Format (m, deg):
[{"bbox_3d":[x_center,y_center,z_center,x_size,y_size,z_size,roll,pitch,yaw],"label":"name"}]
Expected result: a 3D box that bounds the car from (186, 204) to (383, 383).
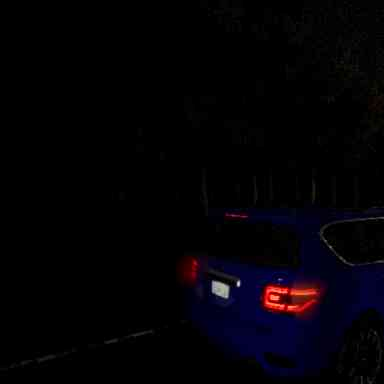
[{"bbox_3d":[2.561,1.221,5.266,5.566,2.045,2.150,0,0,-33],"label":"car"}]
